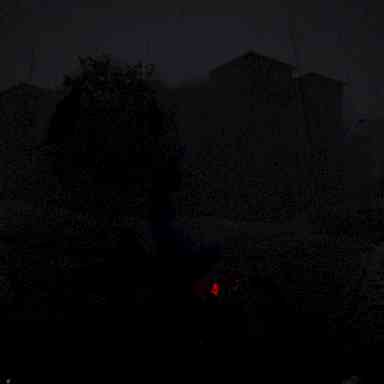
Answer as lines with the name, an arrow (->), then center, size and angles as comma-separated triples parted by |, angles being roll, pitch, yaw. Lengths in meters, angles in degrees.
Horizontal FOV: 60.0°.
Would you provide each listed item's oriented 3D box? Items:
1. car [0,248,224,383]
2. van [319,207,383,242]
car -> -1.563, 1.547, 4.715 | 4.181, 1.385, 1.994 | 3, -1, -35
van -> 10.487, 1.979, 21.024 | 4.442, 1.987, 1.878 | 1, -3, 34
